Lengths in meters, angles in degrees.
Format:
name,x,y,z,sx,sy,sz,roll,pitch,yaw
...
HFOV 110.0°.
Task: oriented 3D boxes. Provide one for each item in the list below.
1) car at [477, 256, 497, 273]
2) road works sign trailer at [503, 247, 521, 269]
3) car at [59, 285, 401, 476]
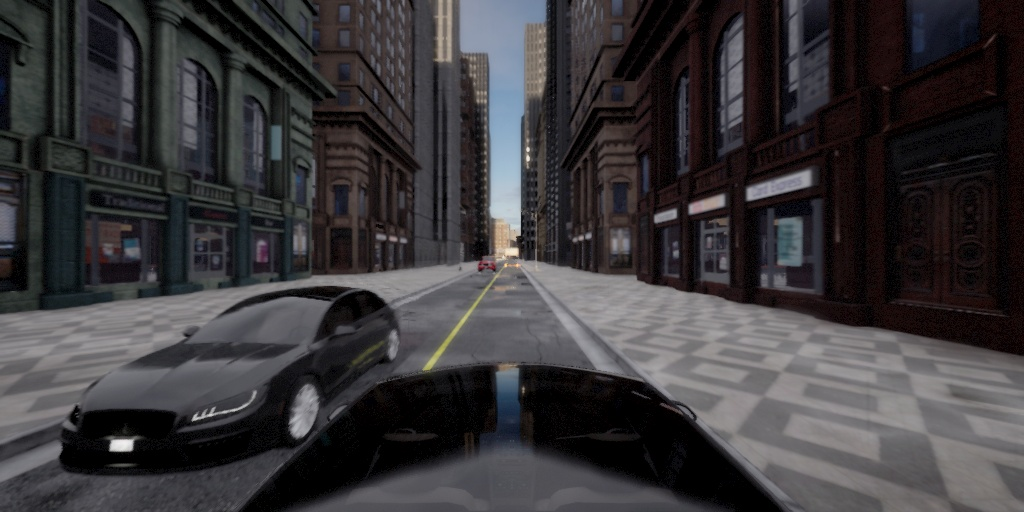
name,x,y,z,sx,sy,sz,roll,pitch,yaw
car,-3.136,1.019,46.021,2.150,2.045,5.566,0,0,0
road works sign trailer,-0.068,0.298,60.414,2.380,3.560,2.880,0,0,0
car,-3.104,1.256,5.276,1.837,1.490,4.892,0,0,0
